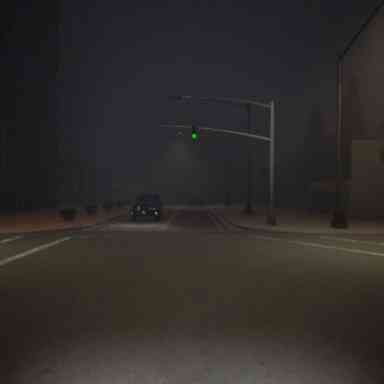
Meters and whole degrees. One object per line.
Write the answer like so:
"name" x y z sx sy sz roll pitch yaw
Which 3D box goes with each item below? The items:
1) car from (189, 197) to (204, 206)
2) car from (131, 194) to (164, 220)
"car" 0.721 1.471 52.585 1.812 1.442 4.674 0 0 12
"car" -3.600 1.177 27.612 2.150 2.045 5.566 0 0 0
